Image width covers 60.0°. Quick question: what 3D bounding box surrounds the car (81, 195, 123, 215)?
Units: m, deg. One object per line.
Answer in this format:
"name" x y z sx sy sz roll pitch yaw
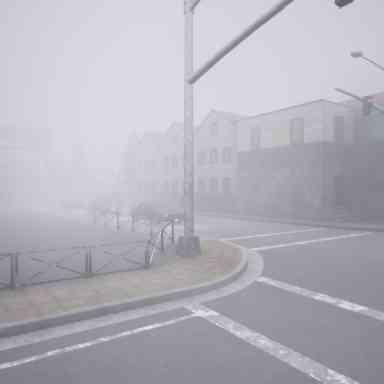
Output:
"car" -8.253 1.315 31.027 2.128 1.511 4.902 0 0 -35

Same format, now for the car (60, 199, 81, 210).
"car" -14.073 1.425 39.300 1.895 1.301 4.718 0 0 -35

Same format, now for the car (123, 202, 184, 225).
"car" -2.507 1.371 22.909 2.033 1.411 5.357 0 0 -35

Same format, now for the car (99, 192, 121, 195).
"car" -10.153 1.041 40.089 2.150 2.045 5.566 0 -1 -35
